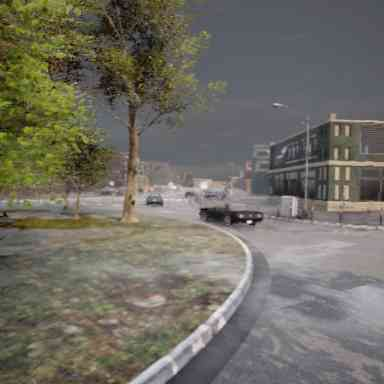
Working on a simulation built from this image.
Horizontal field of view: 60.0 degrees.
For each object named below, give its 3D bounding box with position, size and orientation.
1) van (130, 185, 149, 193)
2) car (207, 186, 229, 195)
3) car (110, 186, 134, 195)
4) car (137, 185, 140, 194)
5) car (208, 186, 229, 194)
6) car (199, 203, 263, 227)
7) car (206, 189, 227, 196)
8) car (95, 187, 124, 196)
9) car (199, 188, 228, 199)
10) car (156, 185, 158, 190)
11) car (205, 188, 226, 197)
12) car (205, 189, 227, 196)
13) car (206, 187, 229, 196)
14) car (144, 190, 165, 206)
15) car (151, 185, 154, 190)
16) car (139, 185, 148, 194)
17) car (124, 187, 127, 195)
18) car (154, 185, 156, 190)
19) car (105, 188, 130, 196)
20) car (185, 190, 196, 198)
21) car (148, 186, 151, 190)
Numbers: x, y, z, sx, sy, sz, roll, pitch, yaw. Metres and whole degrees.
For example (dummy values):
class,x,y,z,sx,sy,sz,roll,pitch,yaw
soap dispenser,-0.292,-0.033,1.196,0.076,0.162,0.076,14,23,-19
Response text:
class,x,y,z,sx,sy,sz,roll,pitch,yaw
van,-13.536,-0.750,85.626,4.442,1.987,1.878,1,2,6
car,6.798,-0.385,87.260,5.566,2.045,2.435,1,2,6
car,-15.169,-0.314,71.939,4.553,1.767,2.185,1,1,6
car,-14.899,-0.253,74.690,4.892,1.521,2.231,1,1,6
car,4.332,0.292,65.041,4.553,1.767,2.185,1,1,6
car,2.267,1.337,20.754,1.895,1.301,4.718,1,1,-26
car,5.872,0.082,78.858,4.892,1.521,2.231,1,2,6
car,-16.095,-0.133,63.717,4.553,1.767,2.185,1,1,6
car,3.655,0.553,59.652,4.792,1.488,2.163,1,1,6
car,-12.759,-0.854,93.862,4.553,1.767,2.185,1,2,6
car,5.272,0.097,73.330,4.553,1.767,2.185,1,2,6
car,5.561,0.148,76.222,5.008,1.535,2.097,1,2,6
car,6.214,-0.241,81.607,5.566,2.045,2.435,1,2,6
car,-4.338,0.854,39.343,1.994,1.385,4.181,1,1,-5
car,-13.354,-0.595,88.385,5.008,1.535,2.097,1,2,6
car,-14.298,-0.642,80.163,5.566,2.045,2.435,1,2,6
car,-15.825,-0.066,66.469,5.008,1.535,2.097,1,1,6
car,-13.068,-0.789,91.124,4.553,1.767,2.185,1,2,6
car,-15.509,-0.087,69.206,4.674,1.452,2.002,1,1,6
car,-0.216,0.323,65.940,1.837,1.490,4.892,1,1,6
car,-13.782,-0.457,82.885,5.366,1.575,1.946,1,2,6
